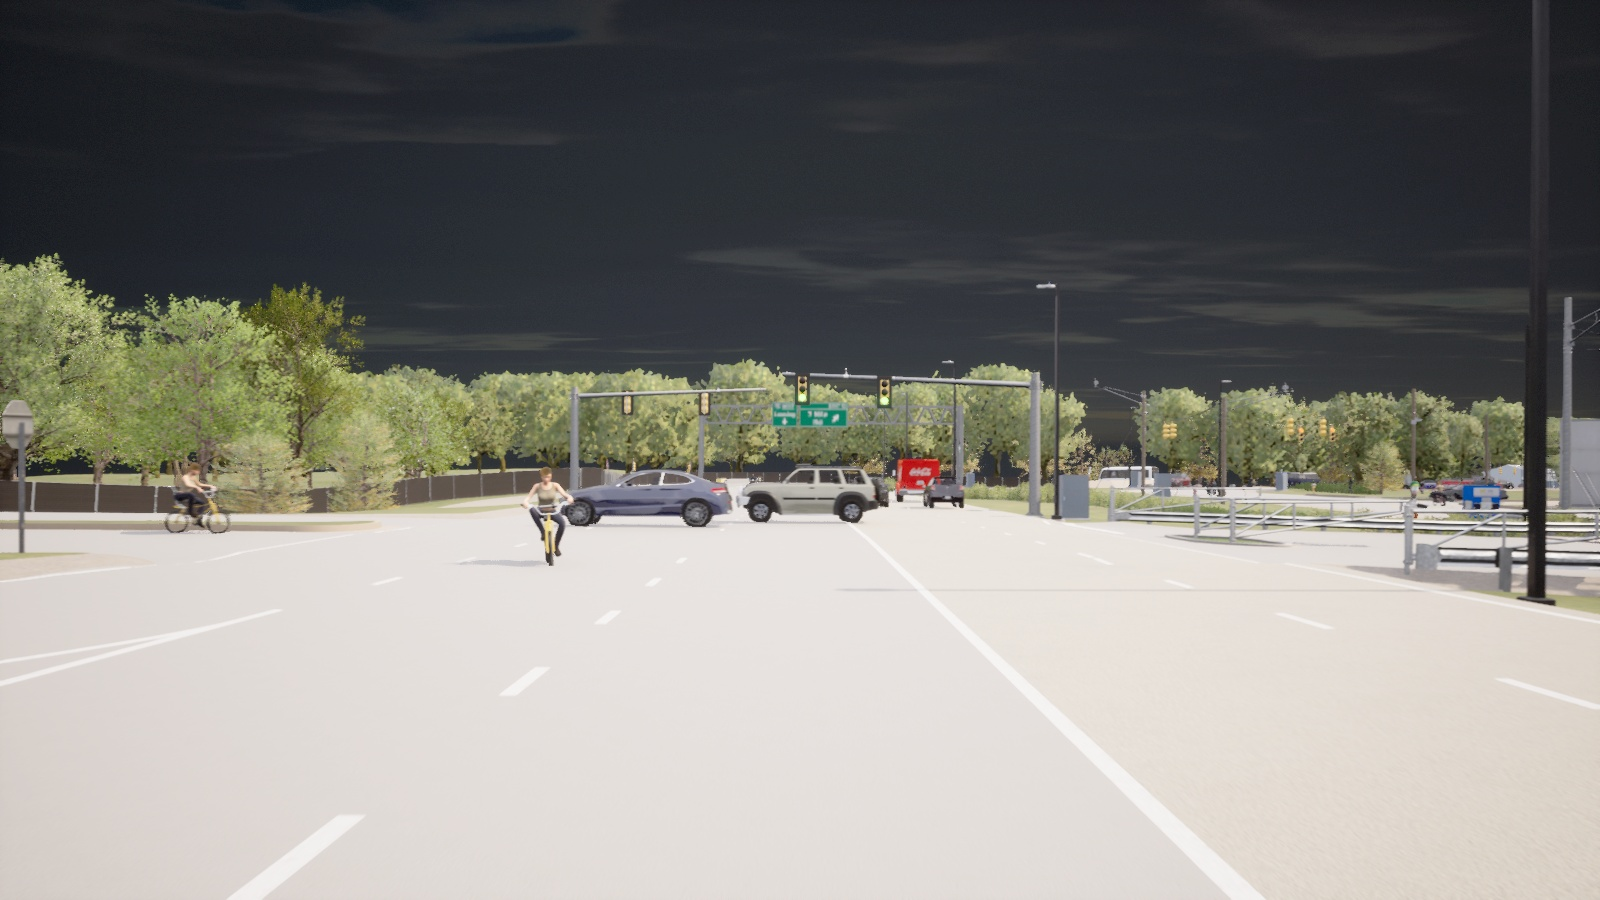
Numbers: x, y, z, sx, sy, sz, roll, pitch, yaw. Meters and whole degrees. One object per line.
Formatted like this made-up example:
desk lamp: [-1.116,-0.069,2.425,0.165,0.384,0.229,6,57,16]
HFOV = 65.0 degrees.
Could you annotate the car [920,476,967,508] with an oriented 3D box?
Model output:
car: [6.855,1.981,60.208,1.845,1.501,3.633,0,-1,0]

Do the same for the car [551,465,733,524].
car: [-4.484,1.267,36.352,5.027,1.651,2.152,0,-1,-1]

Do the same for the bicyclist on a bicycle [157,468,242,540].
bicyclist on a bicycle: [-13.664,1.220,28.617,1.509,1.612,0.866,0,0,1]

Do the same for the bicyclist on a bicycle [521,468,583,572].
bicyclist on a bicycle: [-4.107,1.115,20.701,0.866,1.612,1.509,-2,0,-14]

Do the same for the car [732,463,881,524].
car: [0.180,1.380,39.952,4.605,1.855,1.932,0,-1,-2]

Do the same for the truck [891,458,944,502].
truck: [6.821,1.735,73.575,2.627,2.467,5.204,0,-1,0]

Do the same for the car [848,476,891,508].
car: [3.352,2.010,61.460,1.837,1.490,4.892,0,-1,0]
